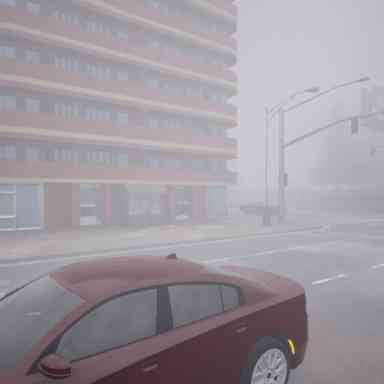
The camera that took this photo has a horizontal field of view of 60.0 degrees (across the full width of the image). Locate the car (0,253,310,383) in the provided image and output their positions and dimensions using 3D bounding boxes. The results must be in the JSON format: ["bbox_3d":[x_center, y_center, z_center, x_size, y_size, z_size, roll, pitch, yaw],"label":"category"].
[{"bbox_3d":[-0.905,1.478,3.346,5.008,1.535,1.882,0,0,-36],"label":"car"}]

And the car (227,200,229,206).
[{"bbox_3d":[4.116,1.525,53.959,1.812,1.442,4.674,0,0,-36],"label":"car"}]

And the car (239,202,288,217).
[{"bbox_3d":[6.844,1.601,32.043,1.895,1.301,4.718,0,0,-36],"label":"car"}]
